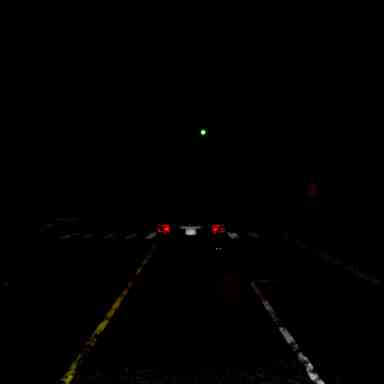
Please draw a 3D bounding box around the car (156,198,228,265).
[{"bbox_3d":[0.070,1.225,11.930,2.150,2.045,5.566,0,0,2],"label":"car"}]
